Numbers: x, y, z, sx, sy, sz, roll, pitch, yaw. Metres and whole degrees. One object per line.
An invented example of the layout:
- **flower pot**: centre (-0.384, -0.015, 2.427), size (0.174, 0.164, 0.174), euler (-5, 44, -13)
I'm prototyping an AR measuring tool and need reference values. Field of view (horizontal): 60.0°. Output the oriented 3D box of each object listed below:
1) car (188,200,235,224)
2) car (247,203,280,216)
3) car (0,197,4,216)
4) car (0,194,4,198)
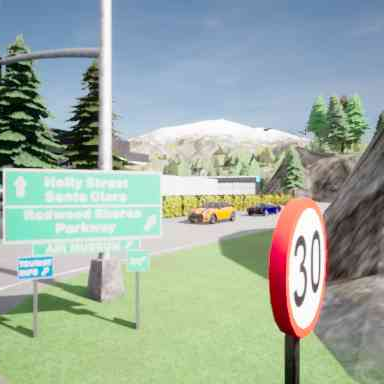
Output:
- **car**: centre (1.626, 1.543, 26.679), size (2.097, 1.767, 4.553), euler (0, 0, 36)
- **car**: centre (7.531, 1.792, 34.806), size (1.895, 1.301, 4.718), euler (0, 0, 36)
- **car**: centre (-12.358, 1.503, 26.014), size (1.905, 1.878, 3.866), euler (0, 0, 35)
- **car**: centre (-38.608, 1.484, 69.928), size (4.514, 1.523, 2.007), euler (0, 0, 35)
